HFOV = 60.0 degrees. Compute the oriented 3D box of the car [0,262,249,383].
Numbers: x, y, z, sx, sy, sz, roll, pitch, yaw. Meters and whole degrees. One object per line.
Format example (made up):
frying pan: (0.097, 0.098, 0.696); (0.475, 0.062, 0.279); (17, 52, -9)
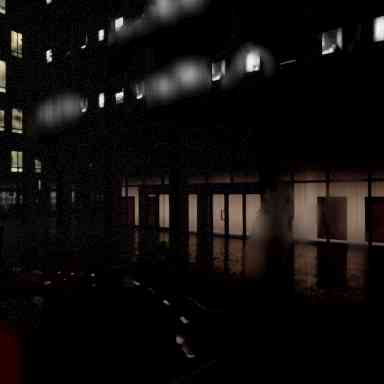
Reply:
car: (-1.546, 1.545, 4.001); (4.507, 1.381, 1.887); (0, 0, 36)
